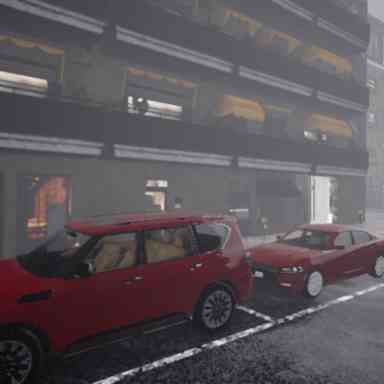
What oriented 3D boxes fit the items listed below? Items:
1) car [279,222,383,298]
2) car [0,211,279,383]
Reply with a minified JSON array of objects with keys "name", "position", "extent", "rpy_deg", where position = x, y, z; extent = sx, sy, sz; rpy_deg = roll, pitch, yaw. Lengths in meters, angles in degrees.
[{"name":"car","position":[3.266,1.497,8.408],"extent":[4.507,1.381,1.887],"rpy_deg":[0,2,-35]},{"name":"car","position":[-1.235,1.303,5.190],"extent":[5.009,1.841,2.192],"rpy_deg":[0,2,-35]}]
